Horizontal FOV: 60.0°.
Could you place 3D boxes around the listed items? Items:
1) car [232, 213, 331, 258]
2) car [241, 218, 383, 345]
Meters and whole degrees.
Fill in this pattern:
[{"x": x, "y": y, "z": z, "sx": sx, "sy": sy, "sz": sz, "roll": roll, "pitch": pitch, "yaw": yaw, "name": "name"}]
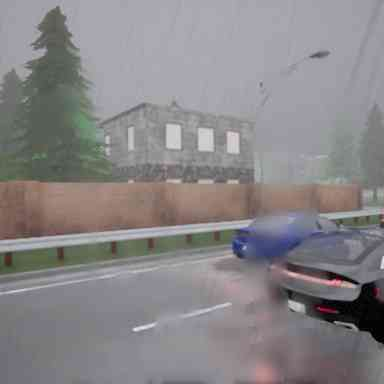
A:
[{"x": 3.519, "y": 1.393, "z": 10.576, "sx": 5.008, "sy": 1.535, "sz": 1.882, "roll": 0, "pitch": 0, "yaw": -36, "name": "car"}, {"x": 3.497, "y": 1.431, "z": 6.261, "sx": 4.902, "sy": 1.511, "sz": 2.128, "roll": -1, "pitch": 0, "yaw": -35, "name": "car"}]
